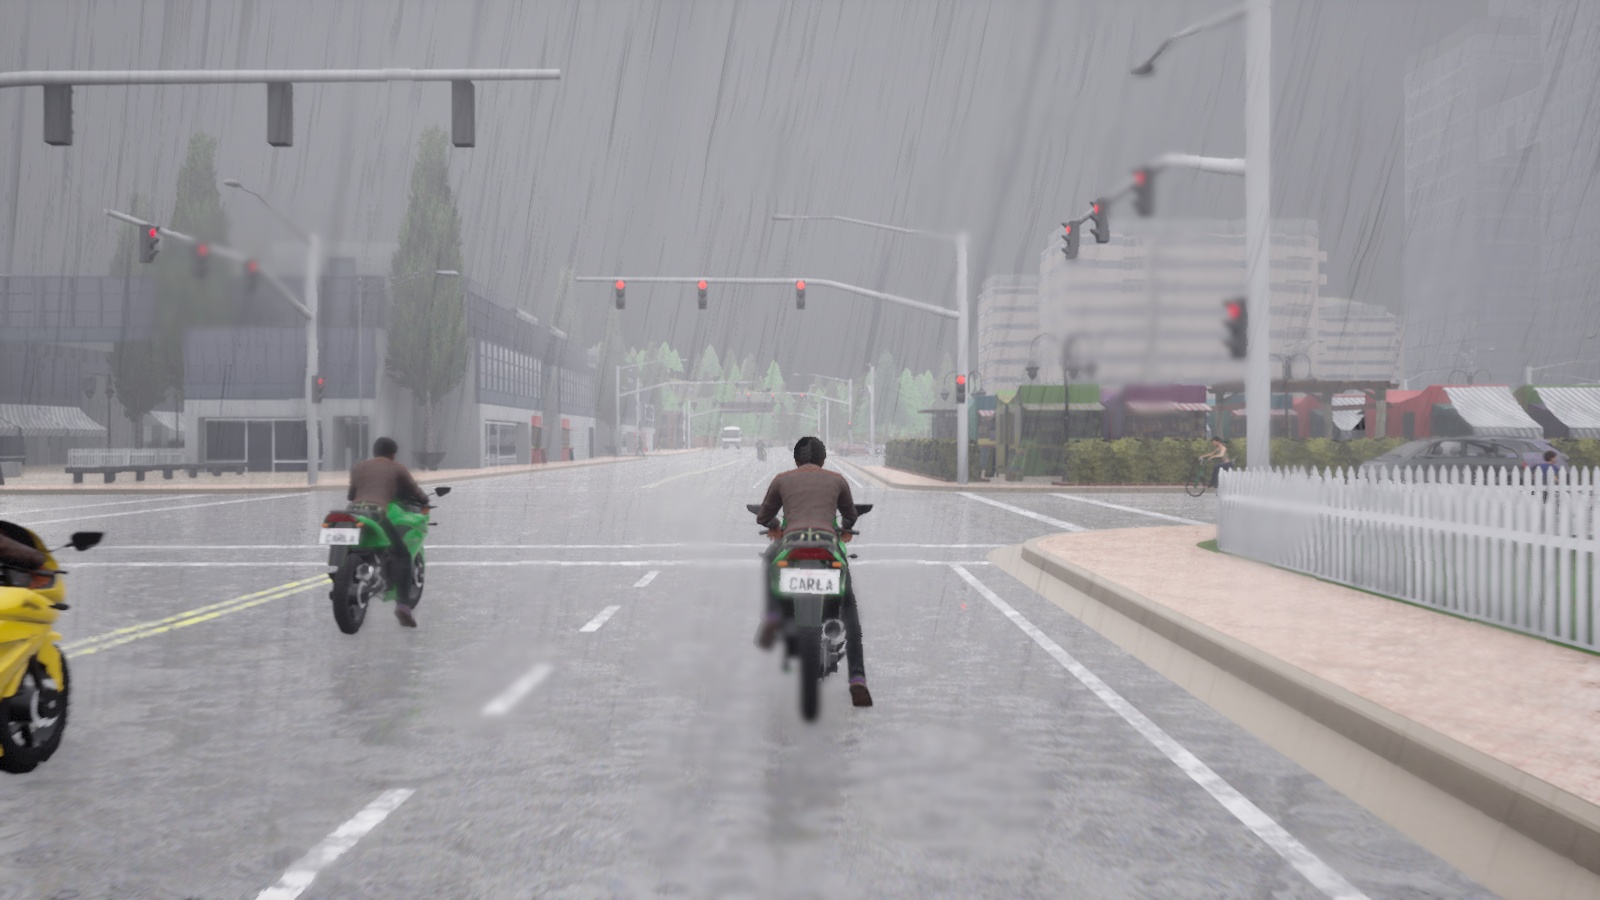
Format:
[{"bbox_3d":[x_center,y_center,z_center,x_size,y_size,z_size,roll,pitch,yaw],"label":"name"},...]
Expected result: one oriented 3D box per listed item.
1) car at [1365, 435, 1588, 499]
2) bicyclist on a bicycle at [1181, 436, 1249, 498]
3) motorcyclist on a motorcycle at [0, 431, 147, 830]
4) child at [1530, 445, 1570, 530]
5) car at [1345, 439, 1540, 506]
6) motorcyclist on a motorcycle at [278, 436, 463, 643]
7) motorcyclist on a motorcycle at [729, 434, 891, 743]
[{"bbox_3d":[17.903,0.442,33.403,4.856,1.649,2.033,0,0,-1],"label":"car"},{"bbox_3d":[10.975,0.444,33.262,1.509,1.612,0.866,0,0,-1],"label":"bicyclist on a bicycle"},{"bbox_3d":[-3.457,0.689,4.848,0.797,1.523,2.044,0,0,0],"label":"motorcyclist on a motorcycle"},{"bbox_3d":[11.210,0.554,18.767,0.437,1.263,0.270,0,0,-1],"label":"child"},{"bbox_3d":[15.199,0.515,29.850,3.705,1.549,1.789,0,0,-1],"label":"car"},{"bbox_3d":[-3.427,0.649,10.236,0.797,1.523,2.044,0,0,0],"label":"motorcyclist on a motorcycle"},{"bbox_3d":[0.056,0.675,7.215,0.797,1.523,2.044,0,0,0],"label":"motorcyclist on a motorcycle"}]
